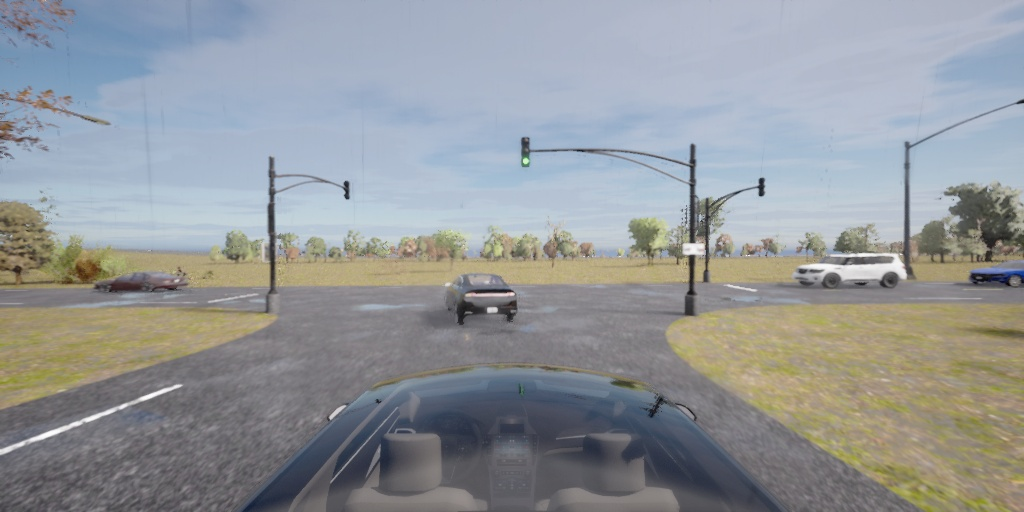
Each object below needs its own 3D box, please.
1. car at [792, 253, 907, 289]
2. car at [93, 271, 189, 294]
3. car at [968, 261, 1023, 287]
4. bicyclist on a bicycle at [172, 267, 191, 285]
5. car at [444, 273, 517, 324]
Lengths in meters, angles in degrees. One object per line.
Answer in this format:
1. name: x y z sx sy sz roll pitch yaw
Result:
1. car: 20.604 0.875 22.030 5.566 2.045 2.150 -1 1 3
2. car: -25.465 1.780 24.727 5.357 1.411 2.033 -1 1 3
3. car: 30.622 1.012 21.445 5.008 1.535 1.882 -1 1 3
4. bicyclist on a bicycle: -26.507 1.663 28.696 0.582 1.620 1.656 -1 0 3
5. car: -1.241 1.352 12.587 2.128 1.511 4.902 0 -1 -16
